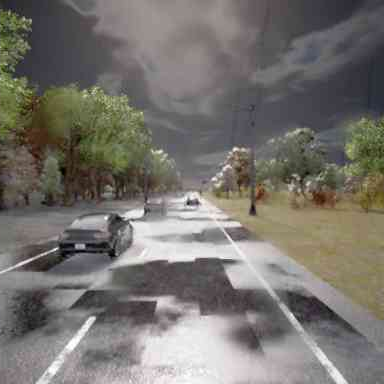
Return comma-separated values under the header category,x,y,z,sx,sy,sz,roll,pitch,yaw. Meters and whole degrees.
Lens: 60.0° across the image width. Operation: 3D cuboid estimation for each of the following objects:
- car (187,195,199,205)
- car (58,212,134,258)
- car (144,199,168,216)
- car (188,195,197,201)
category,x,y,z,sx,sy,sz,roll,pitch,yaw
car,0.139,1.357,54.467,1.994,1.385,4.181,0,0,0
car,-3.394,1.477,12.394,1.812,1.442,4.674,0,0,0
car,-3.380,1.371,31.420,2.128,1.511,4.902,0,0,0
car,0.053,1.321,72.971,1.895,1.301,4.718,0,0,0
